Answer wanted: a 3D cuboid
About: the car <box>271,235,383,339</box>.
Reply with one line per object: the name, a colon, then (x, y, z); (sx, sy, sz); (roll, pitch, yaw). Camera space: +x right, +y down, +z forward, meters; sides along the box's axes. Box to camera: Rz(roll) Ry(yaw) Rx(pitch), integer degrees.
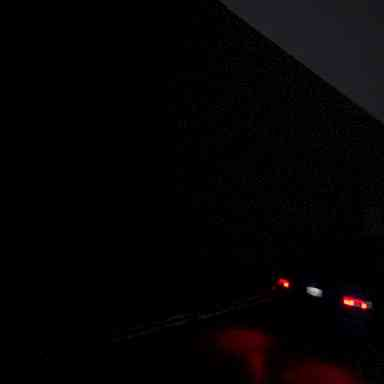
car: (3.908, 1.585, 6.533); (5.357, 1.411, 2.033); (0, 0, -35)
